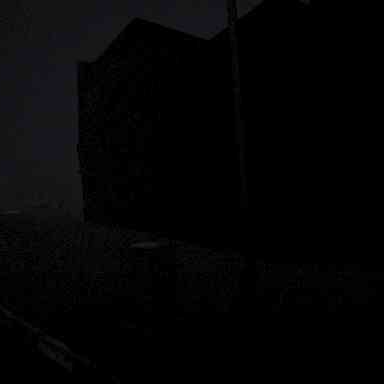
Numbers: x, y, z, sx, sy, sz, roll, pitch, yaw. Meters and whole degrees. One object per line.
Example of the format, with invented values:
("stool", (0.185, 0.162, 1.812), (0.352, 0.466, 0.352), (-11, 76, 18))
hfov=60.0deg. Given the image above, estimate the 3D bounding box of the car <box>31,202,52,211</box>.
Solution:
("car", (-26.639, 2.542, 59.161), (1.812, 1.442, 4.674), (-4, -1, 4))
